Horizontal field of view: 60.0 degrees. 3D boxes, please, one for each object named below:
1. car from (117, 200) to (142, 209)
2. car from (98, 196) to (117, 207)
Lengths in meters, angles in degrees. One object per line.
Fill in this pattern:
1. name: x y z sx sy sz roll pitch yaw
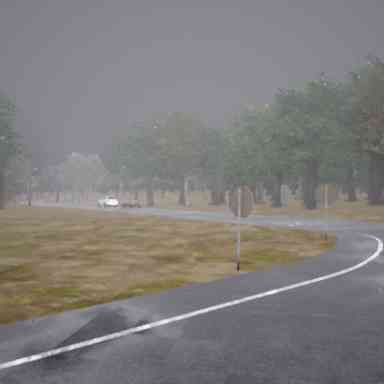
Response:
1. car: -9.630 1.967 52.196 1.895 1.301 4.718 1 -2 -34
2. car: -15.334 1.749 60.501 2.150 2.045 5.566 1 -2 -34
